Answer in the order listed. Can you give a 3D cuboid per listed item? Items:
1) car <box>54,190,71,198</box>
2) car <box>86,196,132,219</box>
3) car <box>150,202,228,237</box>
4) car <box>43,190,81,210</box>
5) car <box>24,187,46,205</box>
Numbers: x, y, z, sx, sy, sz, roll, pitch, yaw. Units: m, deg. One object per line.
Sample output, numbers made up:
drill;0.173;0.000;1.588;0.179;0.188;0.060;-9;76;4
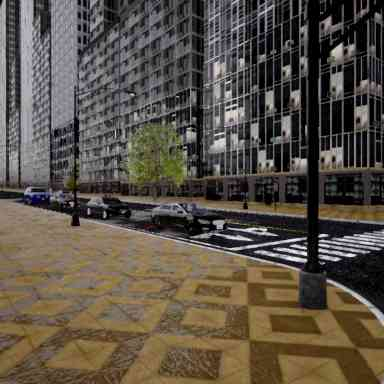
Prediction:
car;-25.299;0.299;64.874;1.812;1.442;4.674;0;1;-38
car;-6.111;1.096;24.208;1.837;1.490;4.892;0;1;-38
car;-0.269;1.257;16.776;2.128;1.511;4.902;0;1;-38
car;-12.347;0.899;32.167;2.128;1.511;4.902;0;1;-38
car;-18.867;0.433;40.573;2.150;2.045;5.566;0;1;-38
